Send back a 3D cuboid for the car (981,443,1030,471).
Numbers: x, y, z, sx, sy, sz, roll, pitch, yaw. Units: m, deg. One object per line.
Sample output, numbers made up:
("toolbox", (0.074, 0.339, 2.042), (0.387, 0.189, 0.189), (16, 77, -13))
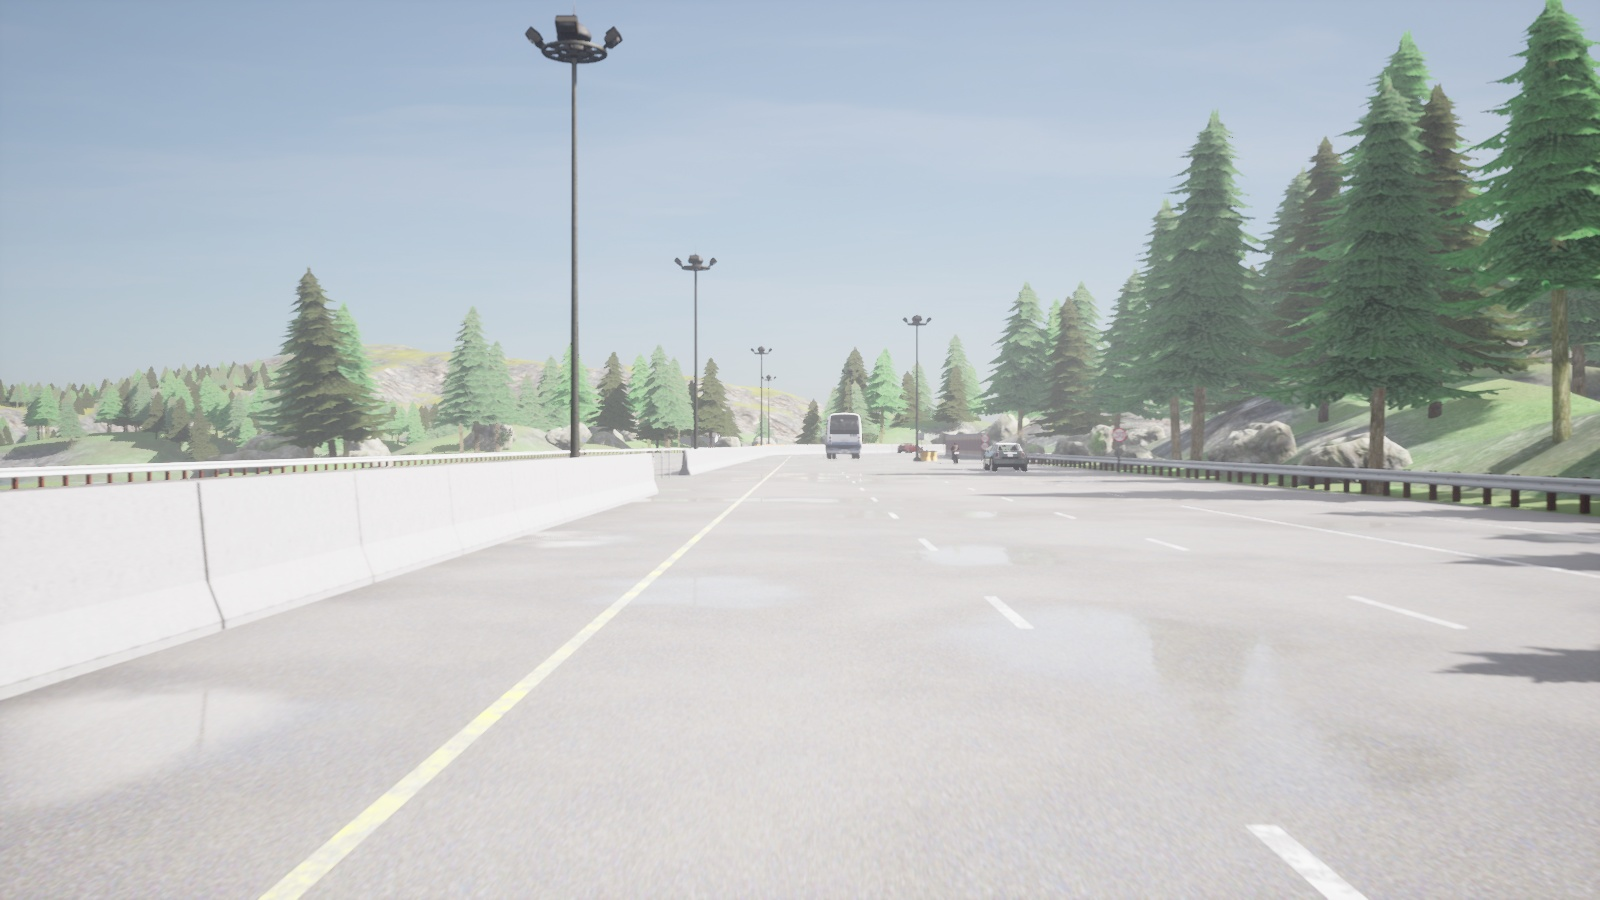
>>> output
("car", (10.901, 0.344, 66.864), (1.970, 1.475, 3.806), (0, 0, 0))
